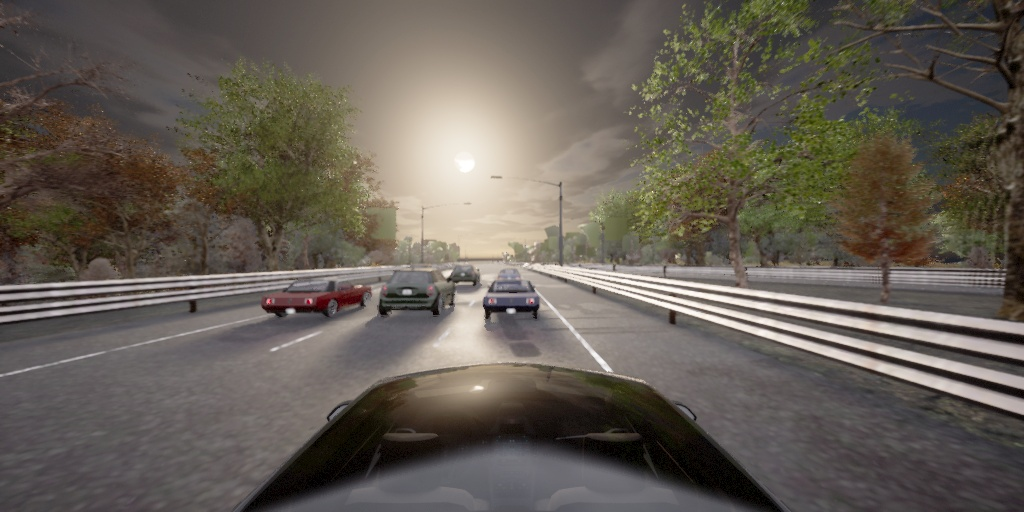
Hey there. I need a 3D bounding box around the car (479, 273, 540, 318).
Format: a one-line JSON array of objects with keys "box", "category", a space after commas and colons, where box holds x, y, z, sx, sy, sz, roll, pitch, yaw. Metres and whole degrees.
[{"box": [-0.021, 1.493, 13.661, 1.895, 1.301, 4.718, 0, -1, 0], "category": "car"}]

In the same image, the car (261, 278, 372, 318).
[{"box": [-7.021, 1.495, 13.609, 1.895, 1.301, 4.718, 0, -1, 0], "category": "car"}]

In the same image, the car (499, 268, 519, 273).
[{"box": [-0.209, 1.608, 27.183, 2.033, 1.411, 5.357, 0, -1, -1], "category": "car"}]

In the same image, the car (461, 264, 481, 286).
[{"box": [-3.733, 1.439, 29.210, 2.097, 1.767, 4.553, 0, -1, -1], "category": "car"}]

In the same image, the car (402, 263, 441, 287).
[{"box": [-7.231, 1.439, 29.143, 2.097, 1.767, 4.553, 0, -1, -1], "category": "car"}]

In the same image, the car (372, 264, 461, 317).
[{"box": [-3.523, 1.251, 14.160, 2.097, 1.767, 4.553, 0, -1, 0], "category": "car"}]
